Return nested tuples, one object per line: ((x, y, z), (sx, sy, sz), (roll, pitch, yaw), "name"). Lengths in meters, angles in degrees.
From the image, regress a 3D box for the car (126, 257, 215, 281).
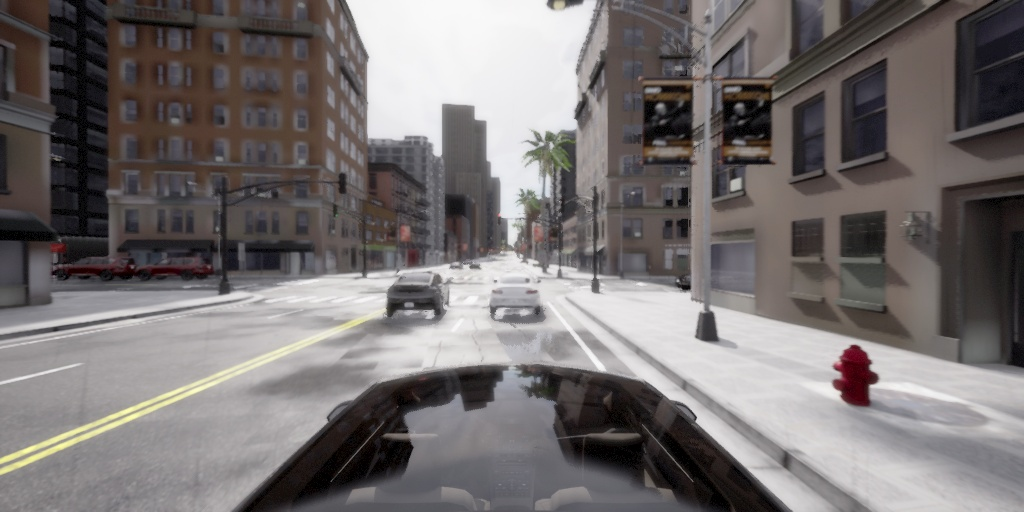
((-27.137, 1.039, 29.011), (5.009, 1.841, 2.192), (0, 0, -9), "car")

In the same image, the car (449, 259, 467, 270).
((-9.750, 1.736, 63.187), (2.033, 1.411, 5.357), (0, 0, 1), "car")

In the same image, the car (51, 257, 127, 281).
((-32.583, 0.990, 28.191), (5.009, 1.841, 2.192), (0, 0, -9), "car")

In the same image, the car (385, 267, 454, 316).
((-3.487, 1.343, 13.872), (1.837, 1.490, 4.892), (0, 0, -5), "car")

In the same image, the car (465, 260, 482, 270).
((-6.506, 1.790, 63.249), (1.895, 1.301, 4.718), (0, 0, 1), "car")

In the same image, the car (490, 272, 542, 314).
((0.197, 1.366, 14.244), (1.812, 1.442, 4.674), (0, 0, 3), "car")

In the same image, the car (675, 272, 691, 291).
((12.964, 1.675, 23.502), (4.313, 1.339, 1.948), (0, 0, 0), "car")
